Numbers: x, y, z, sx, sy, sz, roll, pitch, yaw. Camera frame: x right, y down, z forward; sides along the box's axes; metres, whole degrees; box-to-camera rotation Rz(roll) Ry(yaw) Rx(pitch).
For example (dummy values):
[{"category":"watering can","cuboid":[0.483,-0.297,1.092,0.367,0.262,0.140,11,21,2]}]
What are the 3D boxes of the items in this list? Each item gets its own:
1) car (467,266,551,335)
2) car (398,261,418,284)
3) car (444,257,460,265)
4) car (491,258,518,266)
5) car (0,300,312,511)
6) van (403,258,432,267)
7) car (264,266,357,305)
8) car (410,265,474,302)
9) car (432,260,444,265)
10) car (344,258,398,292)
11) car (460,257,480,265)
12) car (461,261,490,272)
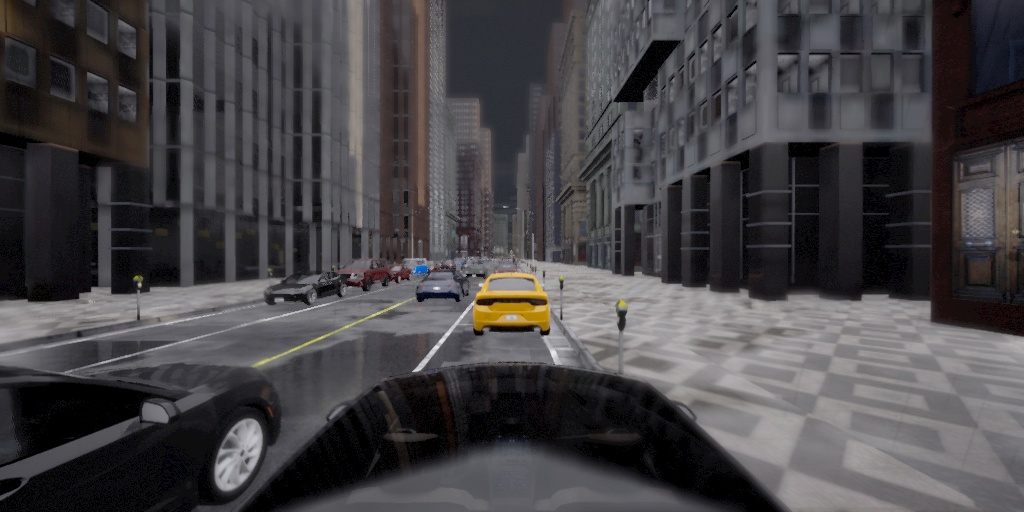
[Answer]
[{"category":"car","cuboid":[-0.006,1.226,10.501,1.882,1.535,5.008,0,0,0]},{"category":"car","cuboid":[-8.908,1.293,27.194,1.888,1.381,4.507,0,0,0]},{"category":"car","cuboid":[-8.908,1.188,49.741,1.967,1.591,4.097,0,0,0]},{"category":"car","cuboid":[-0.383,1.188,27.203,1.967,1.591,4.097,0,0,0]},{"category":"car","cuboid":[-3.145,1.255,1.501,1.837,1.490,4.892,0,0,0]},{"category":"van","cuboid":[-8.908,1.089,32.830,1.690,1.789,3.998,0,0,0]},{"category":"car","cuboid":[-8.908,1.314,15.920,1.948,1.339,4.313,0,0,0]},{"category":"car","cuboid":[-3.145,1.322,16.989,1.994,1.385,4.181,0,0,0]},{"category":"car","cuboid":[-8.908,1.188,38.467,1.967,1.591,4.097,0,0,0]},{"category":"car","cuboid":[-8.908,1.063,21.556,2.192,1.841,5.009,0,0,0]},{"category":"car","cuboid":[-6.145,1.270,50.987,2.128,1.511,4.902,0,0,0]},{"category":"car","cuboid":[-3.145,1.366,32.019,1.895,1.301,4.718,0,0,0]}]
